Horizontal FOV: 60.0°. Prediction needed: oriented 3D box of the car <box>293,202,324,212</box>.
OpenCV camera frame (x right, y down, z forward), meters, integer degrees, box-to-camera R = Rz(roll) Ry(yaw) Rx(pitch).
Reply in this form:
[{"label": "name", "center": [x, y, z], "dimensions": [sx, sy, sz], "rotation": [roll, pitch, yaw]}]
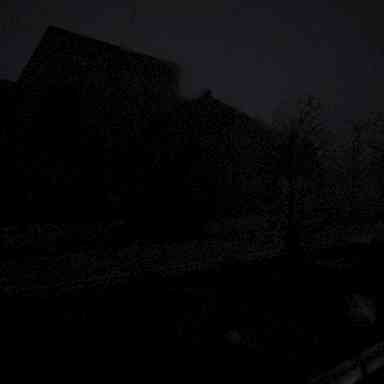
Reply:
[{"label": "car", "center": [16.787, 2.178, 49.166], "dimensions": [4.718, 1.301, 1.895], "rotation": [1, -1, 36]}]
